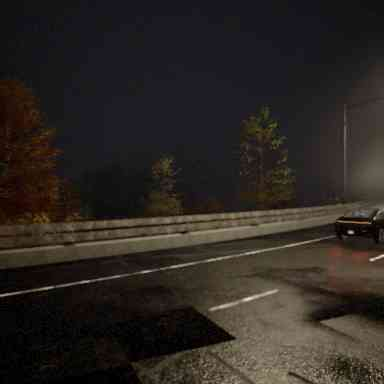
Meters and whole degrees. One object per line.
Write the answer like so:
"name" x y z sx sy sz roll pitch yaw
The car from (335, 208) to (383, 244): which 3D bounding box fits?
"car" 8.604 1.522 16.049 4.902 1.511 2.128 0 0 -44
